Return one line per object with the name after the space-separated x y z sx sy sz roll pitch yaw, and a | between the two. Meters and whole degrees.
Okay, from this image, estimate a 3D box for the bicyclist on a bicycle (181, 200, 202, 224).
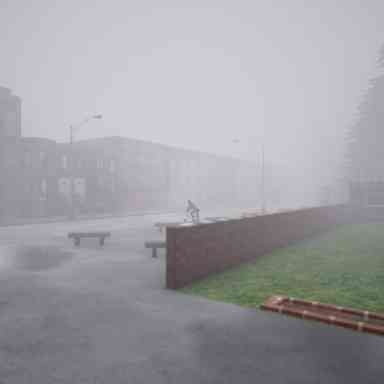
-0.031 1.335 20.852 1.656 1.620 0.582 0 0 35 | bicyclist on a bicycle
